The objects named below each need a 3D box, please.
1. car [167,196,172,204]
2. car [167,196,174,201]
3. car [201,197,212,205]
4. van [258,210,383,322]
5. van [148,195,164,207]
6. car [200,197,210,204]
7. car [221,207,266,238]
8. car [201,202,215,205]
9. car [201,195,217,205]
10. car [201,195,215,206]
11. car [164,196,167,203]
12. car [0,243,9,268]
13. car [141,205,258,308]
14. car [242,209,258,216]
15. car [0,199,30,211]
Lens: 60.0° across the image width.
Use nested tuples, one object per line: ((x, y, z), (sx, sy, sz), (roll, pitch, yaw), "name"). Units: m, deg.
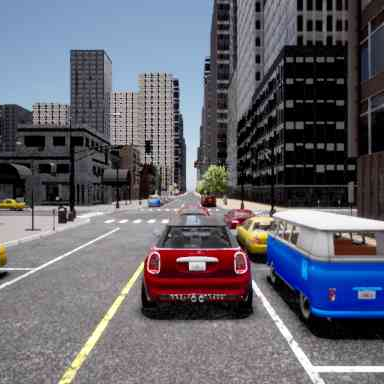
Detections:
((-5.748, 1.527, 67.231), (1.967, 1.590, 4.097), (0, 0, 0), "car")
((-5.765, 1.671, 89.155), (1.752, 1.417, 4.829), (0, 0, 0), "car")
((2.637, 1.619, 61.715), (1.887, 1.381, 4.507), (0, 0, 0), "car")
((2.682, 1.341, 6.952), (1.690, 1.788, 3.998), (0, 0, 0), "van")
((-5.734, 1.393, 50.658), (1.690, 1.788, 3.998), (0, 0, 0), "van")
((2.633, 1.653, 67.239), (1.947, 1.339, 4.313), (0, 0, 0), "car")
((2.673, 1.586, 18.279), (1.802, 1.307, 4.206), (0, 0, 0), "car")
((0.086, 1.481, 17.299), (1.882, 1.535, 5.008), (0, 0, 0), "car")
((2.645, 1.367, 50.667), (2.192, 1.841, 5.009), (0, 0, 0), "car")
((2.641, 1.378, 56.191), (2.192, 1.841, 5.009), (0, 0, 0), "car")
((-5.739, 1.503, 56.181), (1.967, 1.590, 4.097), (0, 0, 0), "car")
((-5.698, 1.525, 6.775), (1.752, 1.417, 4.829), (0, 0, 0), "car")
((0.093, 1.352, 8.093), (2.097, 1.767, 4.553), (0, 0, 0), "car")
((2.677, 1.526, 12.786), (1.752, 1.417, 4.829), (0, 0, 0), "car")
((-21.440, 1.468, 38.476), (4.829, 1.417, 1.752), (0, 0, 0), "car")
